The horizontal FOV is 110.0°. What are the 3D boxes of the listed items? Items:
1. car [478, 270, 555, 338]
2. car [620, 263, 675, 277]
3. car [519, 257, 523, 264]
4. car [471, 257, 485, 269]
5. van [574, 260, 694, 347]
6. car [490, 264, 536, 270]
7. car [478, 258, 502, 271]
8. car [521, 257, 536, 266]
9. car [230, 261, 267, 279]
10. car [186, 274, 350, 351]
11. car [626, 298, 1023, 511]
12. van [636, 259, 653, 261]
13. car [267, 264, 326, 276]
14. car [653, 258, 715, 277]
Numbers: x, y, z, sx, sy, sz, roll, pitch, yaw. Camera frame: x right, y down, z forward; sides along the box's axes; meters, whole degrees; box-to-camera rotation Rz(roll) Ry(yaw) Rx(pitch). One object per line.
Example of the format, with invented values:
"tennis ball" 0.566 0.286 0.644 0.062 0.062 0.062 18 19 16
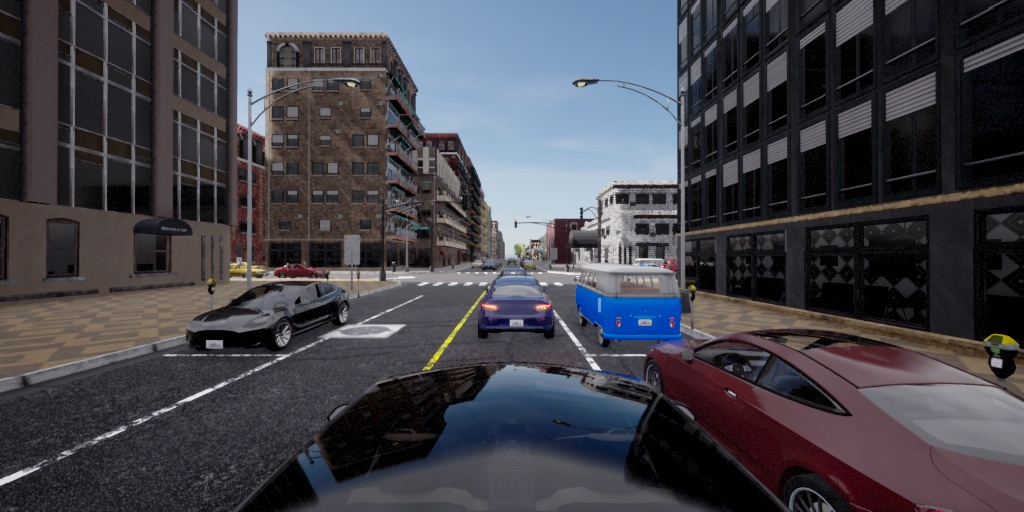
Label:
"car" 0.100 1.277 10.010 1.812 1.442 4.674 0 0 0
"car" 13.398 1.418 35.706 4.718 1.301 1.895 0 0 1
"car" 2.683 1.382 64.875 1.802 1.307 4.207 0 0 0
"car" -5.698 1.318 59.164 1.751 1.417 4.829 0 0 0
"van" 2.656 1.092 9.010 1.690 1.789 3.998 0 0 0
"car" 0.090 1.318 18.462 1.994 1.385 4.181 0 0 0
"car" -3.067 1.329 50.642 2.033 1.411 5.357 0 0 3
"car" 2.684 1.311 53.967 1.751 1.417 4.829 0 0 0
"car" -22.963 1.216 29.801 4.829 1.417 1.751 0 0 0
"car" -5.691 1.317 9.035 1.948 1.339 4.313 0 0 0
"car" 2.657 1.332 3.321 1.802 1.307 4.207 0 0 0
"van" 14.893 1.175 38.276 3.998 1.789 1.690 0 0 0
"car" -17.471 1.284 29.815 4.207 1.307 1.802 0 0 0
"car" 14.916 1.108 29.896 5.009 1.841 2.192 0 0 0
